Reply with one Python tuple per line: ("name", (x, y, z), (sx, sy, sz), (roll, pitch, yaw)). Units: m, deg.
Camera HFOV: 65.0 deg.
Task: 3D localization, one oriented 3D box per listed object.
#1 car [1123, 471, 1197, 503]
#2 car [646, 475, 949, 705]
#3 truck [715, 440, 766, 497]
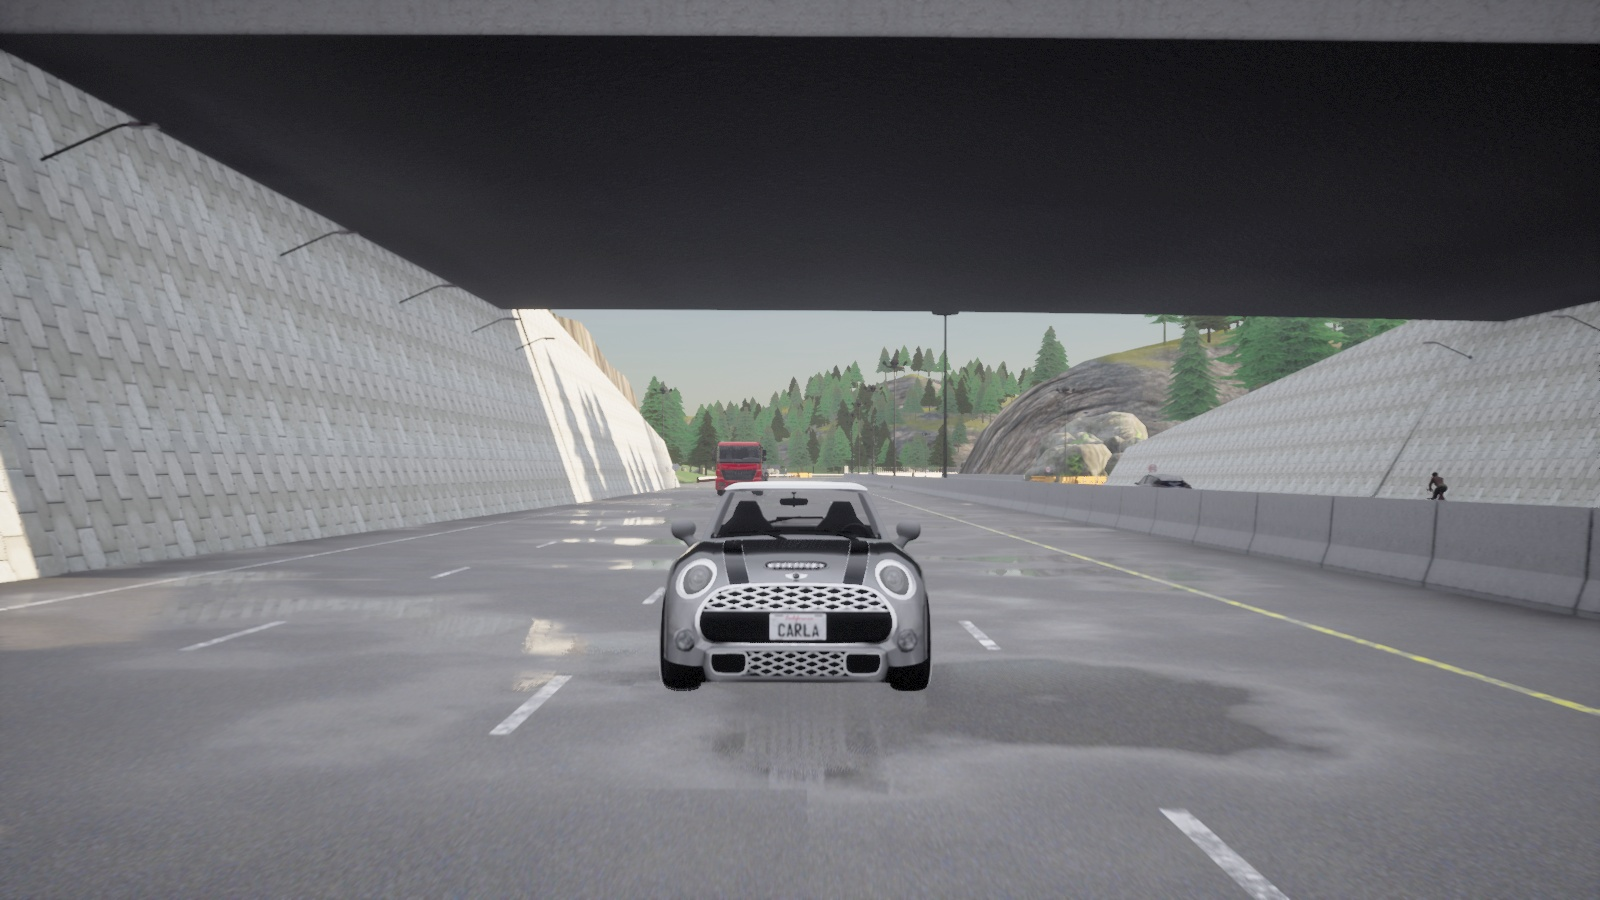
("car", (17.328, 1.762, 60.732), (2.163, 1.488, 4.792), (0, -1, 0))
("car", (-0.026, 0.949, 10.103), (1.970, 1.475, 3.806), (0, -1, 0))
("truck", (-3.746, 1.195, 80.495), (2.891, 3.462, 7.936), (0, -1, 0))
